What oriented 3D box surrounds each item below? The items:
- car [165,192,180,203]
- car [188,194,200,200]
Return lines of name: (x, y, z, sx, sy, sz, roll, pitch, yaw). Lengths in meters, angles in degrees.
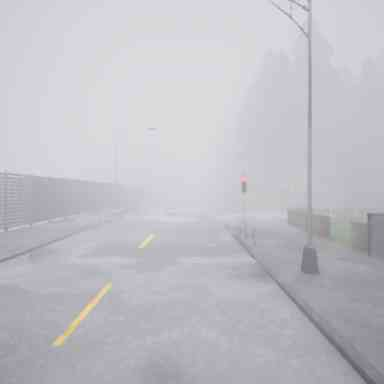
car: (-4.000, 1.061, 64.482, 2.150, 2.045, 5.566, 0, 0, 0)
car: (0.505, 1.321, 82.379, 1.812, 1.442, 4.674, 0, 0, 21)
